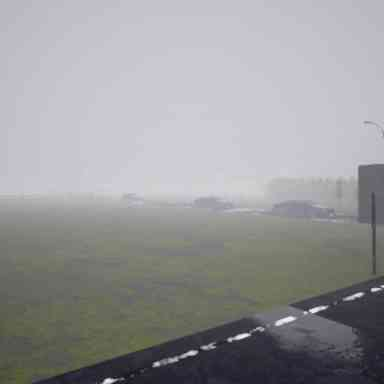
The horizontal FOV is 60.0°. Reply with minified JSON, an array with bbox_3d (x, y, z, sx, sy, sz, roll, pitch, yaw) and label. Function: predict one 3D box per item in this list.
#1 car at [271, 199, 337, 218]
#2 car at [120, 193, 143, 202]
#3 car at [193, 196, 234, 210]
[{"bbox_3d":[9.137,1.320,27.622,2.033,1.411,5.357,-1,1,-36],"label":"car"},{"bbox_3d":[-9.920,0.821,54.270,2.033,1.411,5.357,-1,1,-35],"label":"car"},{"bbox_3d":[2.286,1.145,37.153,2.033,1.411,5.357,-1,1,-36],"label":"car"}]
